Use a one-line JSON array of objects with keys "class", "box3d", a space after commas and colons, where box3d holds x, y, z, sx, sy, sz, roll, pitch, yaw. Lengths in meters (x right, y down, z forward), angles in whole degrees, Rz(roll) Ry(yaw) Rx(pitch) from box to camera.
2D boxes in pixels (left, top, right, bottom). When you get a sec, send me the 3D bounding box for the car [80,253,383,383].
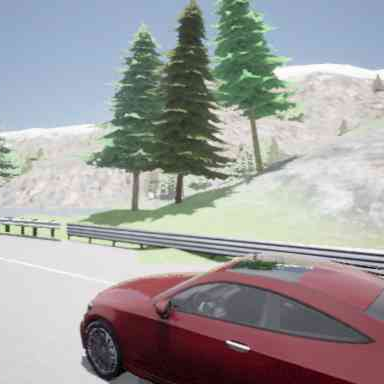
[{"class": "car", "box3d": [0.707, 1.440, 3.628, 4.674, 1.442, 1.812, 0, 1, 38]}]
